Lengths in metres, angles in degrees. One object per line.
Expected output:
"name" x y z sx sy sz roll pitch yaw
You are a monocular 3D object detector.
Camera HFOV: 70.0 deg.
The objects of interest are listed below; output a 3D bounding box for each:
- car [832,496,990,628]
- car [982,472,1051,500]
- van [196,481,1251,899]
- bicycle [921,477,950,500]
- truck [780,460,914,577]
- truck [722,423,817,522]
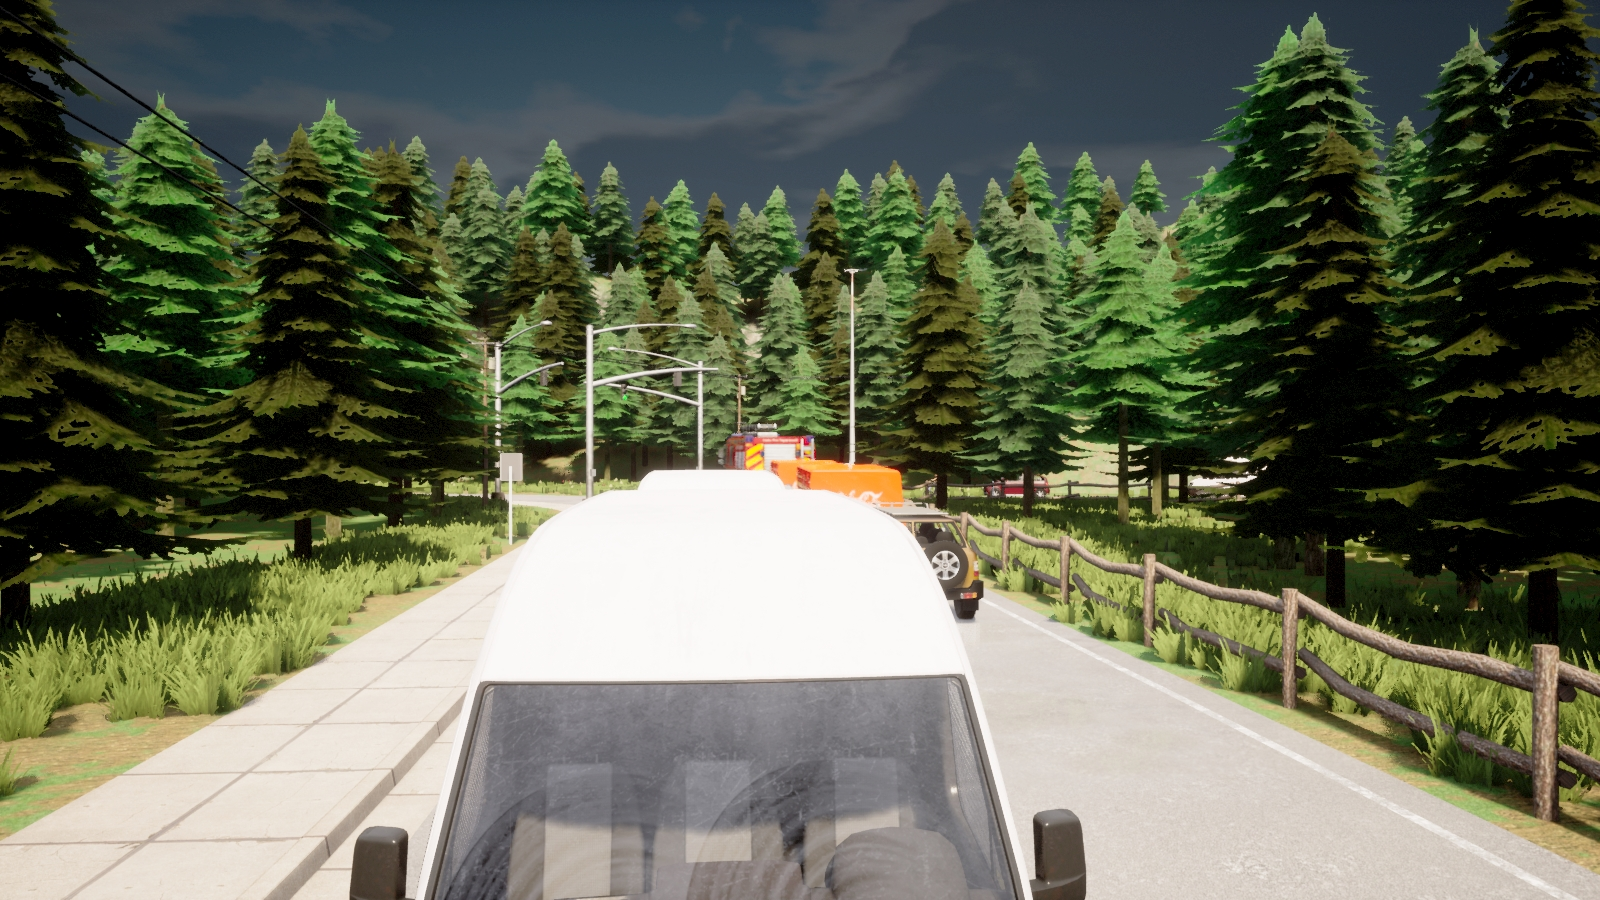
"car" 1.800 1.837 20.158 1.932 1.855 4.605 0 0 -5
"car" 12.308 2.026 65.109 3.705 1.549 1.789 0 0 4
"van" -0.341 1.499 5.107 1.988 2.561 5.915 0 0 -5
"bicycle" 7.684 2.158 64.883 1.487 1.276 0.859 0 0 -7
"truck" 1.016 1.558 28.248 2.627 2.467 5.204 0 1 -5
"truck" -1.453 0.864 48.291 2.891 3.827 8.468 0 0 -9
